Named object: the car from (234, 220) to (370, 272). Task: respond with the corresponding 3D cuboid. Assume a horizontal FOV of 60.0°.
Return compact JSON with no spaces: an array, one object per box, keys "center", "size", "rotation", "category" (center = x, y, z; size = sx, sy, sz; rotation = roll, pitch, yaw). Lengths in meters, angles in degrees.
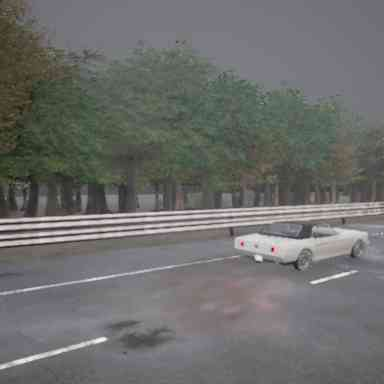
[{"center":[3.688,1.562,10.681],"size":[4.718,1.301,1.895],"rotation":[0,0,-35],"category":"car"}]
